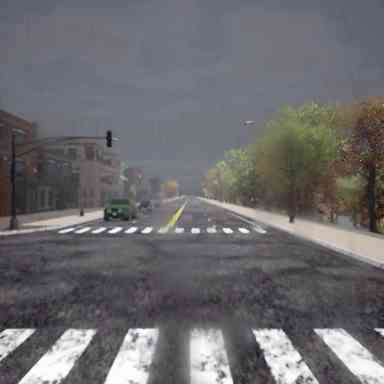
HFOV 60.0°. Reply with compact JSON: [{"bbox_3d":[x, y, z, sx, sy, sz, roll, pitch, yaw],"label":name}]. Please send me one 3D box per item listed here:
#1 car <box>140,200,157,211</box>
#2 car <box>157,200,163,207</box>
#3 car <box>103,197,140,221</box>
[{"bbox_3d":[-6.587,1.998,48.113,1.837,1.490,4.892,0,-1,0],"label":"car"},{"bbox_3d":[-6.632,2.198,63.599,2.033,1.411,5.357,0,-1,0],"label":"car"},{"bbox_3d":[-6.533,1.537,30.759,2.150,2.045,5.566,0,0,0],"label":"car"}]
